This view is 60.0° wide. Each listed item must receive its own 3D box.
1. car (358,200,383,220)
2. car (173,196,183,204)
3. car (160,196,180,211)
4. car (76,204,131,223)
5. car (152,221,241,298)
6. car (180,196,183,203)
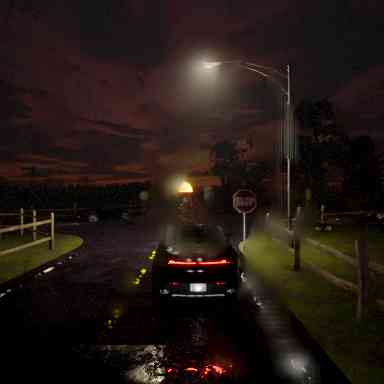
[{"bbox_3d":[14.740,1.227,24.334,4.892,1.490,1.837,-1,0,1],"label":"car"},{"bbox_3d":[-2.845,1.564,69.285,1.882,1.535,5.008,0,0,0],"label":"car"},{"bbox_3d":[-2.901,1.543,42.262,1.837,1.490,4.892,0,-1,0],"label":"car"},{"bbox_3d":[-6.993,1.644,26.411,4.181,1.385,1.994,-2,0,-39],"label":"car"},{"bbox_3d":[0.059,1.506,8.526,1.837,1.490,4.892,0,0,-1],"label":"car"},{"bbox_3d":[-2.907,1.565,55.330,1.837,1.490,4.892,0,-1,0],"label":"car"}]
